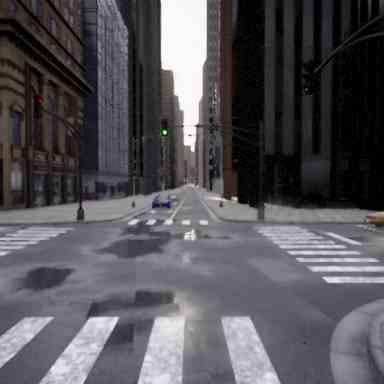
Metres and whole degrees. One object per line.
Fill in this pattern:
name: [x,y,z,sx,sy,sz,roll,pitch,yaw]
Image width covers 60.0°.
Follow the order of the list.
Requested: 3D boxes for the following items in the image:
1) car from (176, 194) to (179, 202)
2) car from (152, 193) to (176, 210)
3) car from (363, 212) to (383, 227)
car: [-3.070,0.853,52.074,2.033,1.411,5.357,0,1,0]
car: [-3.094,1.007,35.281,1.882,1.535,5.008,0,1,0]
car: [11.582,1.198,17.382,4.829,1.417,1.752,0,2,0]
